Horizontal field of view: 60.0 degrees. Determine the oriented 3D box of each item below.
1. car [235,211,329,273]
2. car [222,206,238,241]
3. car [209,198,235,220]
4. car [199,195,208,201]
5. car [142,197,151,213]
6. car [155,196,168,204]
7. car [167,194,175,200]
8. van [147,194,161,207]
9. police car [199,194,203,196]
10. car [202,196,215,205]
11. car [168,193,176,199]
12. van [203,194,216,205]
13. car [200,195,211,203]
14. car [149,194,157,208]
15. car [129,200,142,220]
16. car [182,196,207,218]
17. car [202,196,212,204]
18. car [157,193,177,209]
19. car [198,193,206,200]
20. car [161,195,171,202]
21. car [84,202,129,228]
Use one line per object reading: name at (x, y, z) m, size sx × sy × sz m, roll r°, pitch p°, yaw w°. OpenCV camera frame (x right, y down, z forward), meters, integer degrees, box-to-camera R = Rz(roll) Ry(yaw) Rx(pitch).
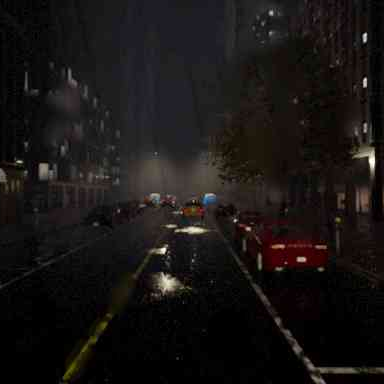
car at (2.703, 1.525, 10.426) m, size 1.887 × 1.381 × 4.507 m, roll 1°, pitch 0°, yaw 0°
car at (2.706, 1.551, 16.099) m, size 1.802 × 1.307 × 4.206 m, roll 1°, pitch 0°, yaw 0°
car at (2.711, 1.488, 27.448) m, size 1.887 × 1.381 × 4.507 m, roll 1°, pitch 0°, yaw 0°
car at (2.735, 1.330, 77.868) m, size 2.008 × 1.369 × 4.403 m, roll 1°, pitch 0°, yaw 0°
car at (-5.667, 1.479, 33.152) m, size 2.008 × 1.369 × 4.403 m, roll 1°, pitch 0°, yaw 0°
car at (-5.654, 1.405, 61.528) m, size 1.947 × 1.339 × 4.313 m, roll 1°, pitch 0°, yaw 0°
car at (-5.641, 1.315, 89.058) m, size 1.802 × 1.307 × 4.206 m, roll 1°, pitch 0°, yaw 0°
van at (-5.657, 1.218, 50.177) m, size 1.690 × 1.788 × 3.998 m, roll 1°, pitch 0°, yaw 0°
police car at (0.058, 1.393, 45.792) m, size 2.038 × 1.542 × 4.974 m, roll 0°, pitch 0°, yaw 1°
car at (2.724, 1.409, 55.821) m, size 2.008 × 1.369 × 4.403 m, roll 1°, pitch 0°, yaw 0°
car at (-5.636, 1.148, 94.631) m, size 1.967 × 1.590 × 4.097 m, roll 1°, pitch 0°, yaw 0°
van at (2.724, 1.218, 50.146) m, size 1.690 × 1.788 × 3.998 m, roll 1°, pitch 0°, yaw 0°
car at (2.730, 1.385, 67.169) m, size 1.947 × 1.339 × 4.313 m, roll 1°, pitch 0°, yaw 0°
car at (-5.660, 1.335, 44.501) m, size 1.967 × 1.590 × 4.097 m, roll 1°, pitch 0°, yaw 0°
car at (-5.669, 1.488, 27.475) m, size 1.887 × 1.381 × 4.507 m, roll 1°, pitch 0°, yaw 0°
car at (0.108, 1.399, 29.115) m, size 1.801 × 1.575 × 5.366 m, roll 0°, pitch 1°, yaw 0°
car at (2.727, 1.421, 61.496) m, size 1.802 × 1.307 × 4.206 m, roll 1°, pitch 0°, yaw 0°
car at (-3.064, 1.248, 44.109) m, size 2.097 × 1.767 × 4.553 m, roll 0°, pitch 0°, yaw 0°
car at (2.742, 1.173, 89.022) m, size 1.967 × 1.590 × 4.097 m, roll 1°, pitch 0°, yaw 0°
car at (-5.648, 1.343, 72.878) m, size 1.887 × 1.381 × 4.507 m, roll 1°, pitch 0°, yaw 0°
car at (-5.672, 1.523, 21.800) m, size 1.947 × 1.339 × 4.313 m, roll 1°, pitch 0°, yaw 0°
